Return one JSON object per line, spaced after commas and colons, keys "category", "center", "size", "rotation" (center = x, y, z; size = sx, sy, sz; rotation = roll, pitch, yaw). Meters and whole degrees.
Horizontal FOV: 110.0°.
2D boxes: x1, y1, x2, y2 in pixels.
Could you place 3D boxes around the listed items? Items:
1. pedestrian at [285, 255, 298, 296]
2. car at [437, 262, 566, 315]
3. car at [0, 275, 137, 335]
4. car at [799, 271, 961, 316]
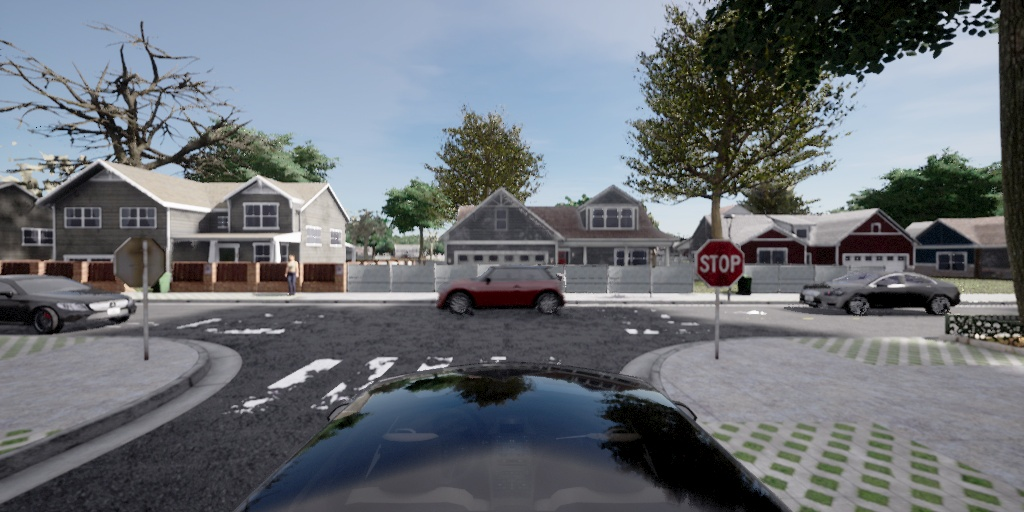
{"category": "pedestrian", "center": [-9.798, 0.847, 15.929], "size": [0.375, 1.860, 0.375], "rotation": [0, 0, -1]}
{"category": "car", "center": [-0.383, 1.118, 13.135], "size": [4.553, 1.767, 2.097], "rotation": [0, 0, -1]}
{"category": "car", "center": [-13.349, 1.262, 9.979], "size": [4.674, 1.442, 1.812], "rotation": [0, 0, 1]}
{"category": "car", "center": [13.463, 1.315, 13.297], "size": [4.902, 1.511, 2.128], "rotation": [0, 0, -1]}
